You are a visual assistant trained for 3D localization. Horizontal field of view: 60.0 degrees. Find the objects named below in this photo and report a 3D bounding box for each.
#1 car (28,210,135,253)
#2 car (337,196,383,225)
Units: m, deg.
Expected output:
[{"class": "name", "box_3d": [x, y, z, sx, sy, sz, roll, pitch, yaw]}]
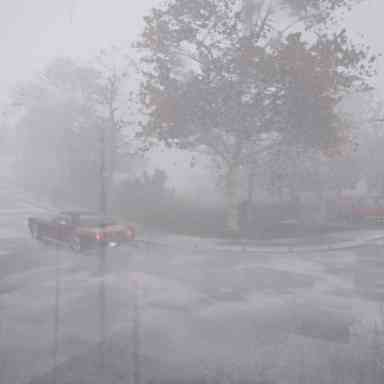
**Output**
[{"class": "car", "box_3d": [-4.398, 1.363, 12.796, 4.718, 1.301, 1.895, 5, 3, 39]}, {"class": "car", "box_3d": [13.451, 1.328, 23.943, 5.566, 2.045, 2.435, -1, -1, 32]}]
